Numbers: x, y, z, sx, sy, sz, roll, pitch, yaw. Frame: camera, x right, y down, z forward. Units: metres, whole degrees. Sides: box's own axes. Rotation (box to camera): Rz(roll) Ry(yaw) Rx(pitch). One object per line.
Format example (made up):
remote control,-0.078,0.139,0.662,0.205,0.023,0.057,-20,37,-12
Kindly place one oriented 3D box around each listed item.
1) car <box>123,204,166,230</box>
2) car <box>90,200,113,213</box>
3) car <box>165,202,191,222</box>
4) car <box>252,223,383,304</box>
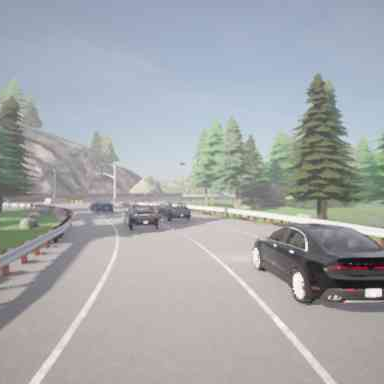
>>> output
car,-3.413,1.588,22.057,2.128,1.511,4.902,0,0,-16
car,-10.752,1.673,39.364,1.882,1.535,5.008,0,0,-29
car,-1.563,1.598,27.658,2.128,1.511,4.902,0,0,-19
car,2.910,1.519,8.208,1.837,1.490,4.892,0,0,-6
